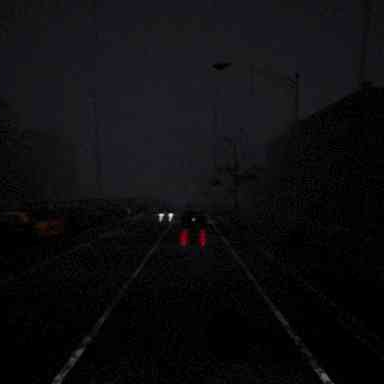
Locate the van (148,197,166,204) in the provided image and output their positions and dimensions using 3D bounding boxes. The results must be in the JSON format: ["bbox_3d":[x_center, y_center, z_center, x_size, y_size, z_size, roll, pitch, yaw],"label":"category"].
[{"bbox_3d":[-9.036,2.170,86.244,4.442,1.987,1.878,0,0,0],"label":"van"}]

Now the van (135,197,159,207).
[{"bbox_3d":[-9.021,2.029,66.612,4.442,1.987,1.878,0,-1,0],"label":"van"}]

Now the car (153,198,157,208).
[{"bbox_3d":[-8.890,2.118,55.399,4.892,1.521,2.231,0,-1,0],"label":"car"}]

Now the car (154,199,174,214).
[{"bbox_3d":[-3.310,2.045,43.758,2.033,1.411,5.357,0,-1,0],"label":"car"}]

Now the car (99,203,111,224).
[{"bbox_3d":[-8.845,1.767,24.565,4.792,1.488,2.163,0,-1,0],"label":"car"}]

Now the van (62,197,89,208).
[{"bbox_3d":[-22.099,1.987,63.237,4.442,1.987,1.878,0,-1,0],"label":"van"}]

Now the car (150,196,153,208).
[{"bbox_3d":[-8.862,1.762,46.993,5.566,2.045,2.435,0,-1,0],"label":"car"}]

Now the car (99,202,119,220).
[{"bbox_3d":[-8.847,1.801,27.368,4.792,1.488,2.163,0,-1,0],"label":"car"}]

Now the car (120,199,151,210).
[{"bbox_3d":[-8.926,1.957,52.597,4.553,1.767,2.185,0,-1,0],"label":"car"}]

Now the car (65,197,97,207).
[{"bbox_3d":[-22.013,1.996,66.013,5.566,2.045,2.435,0,-1,0],"label":"car"}]

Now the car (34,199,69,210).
[{"bbox_3d":[-22.005,1.951,52.133,4.553,1.767,2.185,0,-1,0],"label":"car"}]

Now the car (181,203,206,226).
[{"bbox_3d":[0.116,1.809,26.022,1.812,1.442,4.674,0,-1,0],"label":"car"}]

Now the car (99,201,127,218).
[{"bbox_3d":[-8.873,1.806,30.171,5.008,1.535,2.097,0,-1,0],"label":"car"}]

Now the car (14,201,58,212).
[{"bbox_3d":[-21.785,2.005,46.582,5.366,1.575,1.946,0,-1,0],"label":"car"}]

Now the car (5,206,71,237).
[{"bbox_3d":[-9.054,1.631,16.156,5.366,1.575,1.946,0,-1,0],"label":"car"}]

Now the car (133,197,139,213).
[{"bbox_3d":[-8.853,1.784,38.582,4.553,1.767,2.185,0,-1,0],"label":"car"}]

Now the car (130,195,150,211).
[{"bbox_3d":[-8.860,1.728,44.190,5.566,2.045,2.435,0,-1,0],"label":"car"}]

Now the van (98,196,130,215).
[{"bbox_3d":[-8.764,1.615,32.977,4.442,1.987,1.878,0,-1,0],"label":"van"}]

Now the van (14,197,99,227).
[{"bbox_3d":[-8.755,1.477,21.765,4.442,1.987,1.878,0,-1,0],"label":"van"}]

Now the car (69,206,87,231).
[{"bbox_3d":[-8.899,1.698,18.958,4.792,1.488,2.163,0,-1,0],"label":"car"}]

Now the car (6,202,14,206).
[{"bbox_3d":[-21.974,1.975,43.805,4.892,1.521,2.231,0,-1,0],"label":"car"}]

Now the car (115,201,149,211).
[{"bbox_3d":[-8.890,2.088,49.792,4.674,1.452,2.002,0,-1,0],"label":"car"}]

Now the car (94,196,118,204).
[{"bbox_3d":[-21.969,2.141,85.448,5.566,2.045,2.435,0,0,0],"label":"car"}]

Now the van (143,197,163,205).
[{"bbox_3d":[-9.029,2.127,77.832,4.442,1.987,1.878,0,0,0],"label":"van"}]

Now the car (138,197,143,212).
[{"bbox_3d":[-8.855,1.819,41.385,4.553,1.767,2.185,0,-1,0],"label":"car"}]

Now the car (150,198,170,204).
[{"bbox_3d":[-8.738,2.418,91.850,5.366,1.575,1.946,0,0,0],"label":"car"}]

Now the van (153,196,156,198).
[{"bbox_3d":[-9.015,1.926,58.205,4.442,1.987,1.878,0,-1,0],"label":"van"}]

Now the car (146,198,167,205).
[{"bbox_3d":[-8.912,2.383,83.440,5.008,1.535,2.097,0,0,0],"label":"car"}]

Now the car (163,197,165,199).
[{"bbox_3d":[-8.906,2.351,72.220,4.674,1.452,2.002,0,-1,0],"label":"car"}]

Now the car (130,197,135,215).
[{"bbox_3d":[-8.914,1.750,35.779,4.553,1.767,2.185,0,-1,0],"label":"car"}]

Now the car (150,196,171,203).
[{"bbox_3d":[-8.897,2.182,94.654,5.566,2.045,2.435,0,0,0],"label":"car"}]

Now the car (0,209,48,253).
[{"bbox_3d":[-8.861,1.600,13.356,5.008,1.535,2.097,0,-1,0],"label":"car"}]

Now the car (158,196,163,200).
[{"bbox_3d":[-8.875,1.969,63.812,5.566,2.045,2.435,0,-1,0],"label":"car"}]

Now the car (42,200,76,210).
[{"bbox_3d":[-21.947,2.140,54.908,4.792,1.488,2.163,0,-1,0],"label":"car"}]

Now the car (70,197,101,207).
[{"bbox_3d":[-21.958,2.025,68.790,5.566,2.045,2.435,0,-1,0],"label":"car"}]

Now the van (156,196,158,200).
[{"bbox_3d":[-9.017,1.960,61.008,4.442,1.987,1.878,0,-1,0],"label":"van"}]

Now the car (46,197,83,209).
[{"bbox_3d":[-22.007,1.893,57.687,5.566,2.045,2.435,0,-1,0],"label":"car"}]
